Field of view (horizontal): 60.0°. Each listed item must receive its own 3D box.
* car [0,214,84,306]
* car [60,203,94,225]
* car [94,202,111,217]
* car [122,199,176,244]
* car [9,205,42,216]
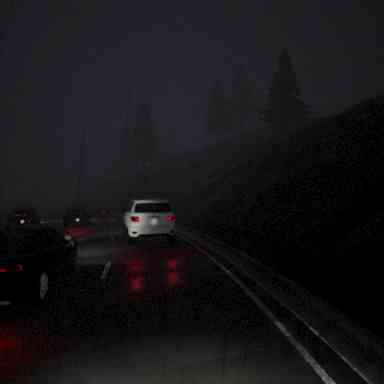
[{"bbox_3d":[-4.200,1.556,8.207,1.882,1.535,5.008,0,0,-7],"label":"car"},{"bbox_3d":[-8.967,1.720,25.606,1.837,1.490,4.892,0,-1,-23],"label":"car"},{"bbox_3d":[-10.010,1.808,35.363,1.812,1.442,4.674,0,-1,-30],"label":"car"},{"bbox_3d":[-2.260,1.340,16.753,2.150,2.045,5.566,0,0,-14],"label":"car"},{"bbox_3d":[-12.234,1.733,24.394,1.837,1.490,4.892,0,-1,-23],"label":"car"}]
